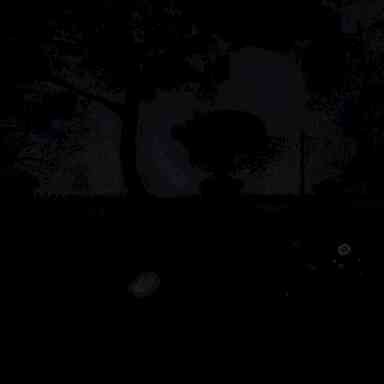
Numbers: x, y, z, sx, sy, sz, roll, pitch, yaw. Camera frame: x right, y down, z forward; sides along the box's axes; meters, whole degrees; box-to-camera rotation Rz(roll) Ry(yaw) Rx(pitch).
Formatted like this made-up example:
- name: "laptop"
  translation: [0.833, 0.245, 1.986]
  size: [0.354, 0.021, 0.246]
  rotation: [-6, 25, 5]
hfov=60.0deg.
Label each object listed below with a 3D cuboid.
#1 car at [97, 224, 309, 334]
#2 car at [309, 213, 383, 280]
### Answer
- name: "car"
  translation: [0.214, 1.450, 6.715]
  size: [4.097, 1.590, 1.967]
  rotation: [0, 0, -35]
- name: "car"
  translation: [4.796, 1.465, 9.983]
  size: [4.097, 1.590, 1.967]
  rotation: [0, 0, -35]
